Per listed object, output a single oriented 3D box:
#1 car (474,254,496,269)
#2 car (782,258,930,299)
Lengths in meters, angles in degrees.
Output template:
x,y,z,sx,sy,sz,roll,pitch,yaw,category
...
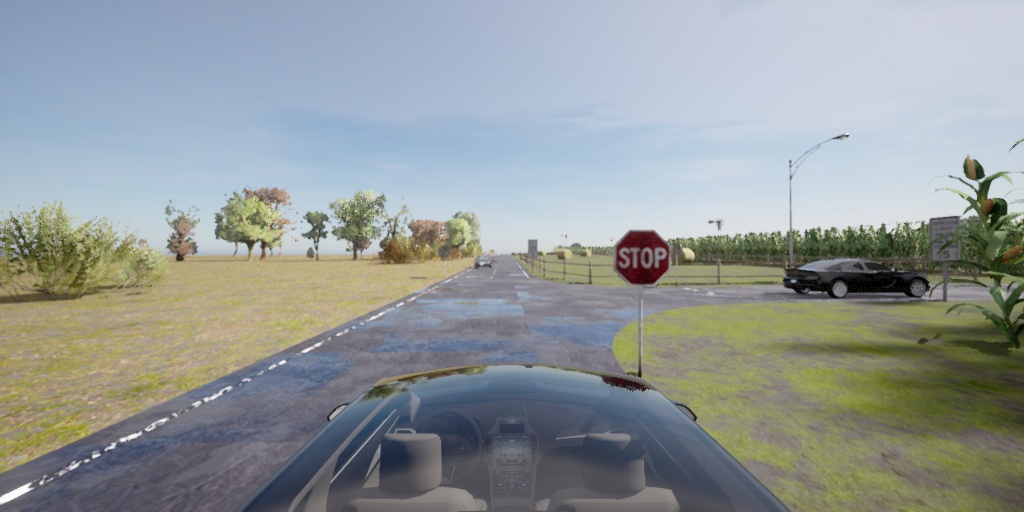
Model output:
x,y,z,sx,sy,sz,roll,pitch,yaw,category
-3.196,0.630,40.443,2.128,1.511,4.902,0,1,-1,car
13.923,0.848,14.638,5.008,1.535,1.882,-1,0,-1,car
